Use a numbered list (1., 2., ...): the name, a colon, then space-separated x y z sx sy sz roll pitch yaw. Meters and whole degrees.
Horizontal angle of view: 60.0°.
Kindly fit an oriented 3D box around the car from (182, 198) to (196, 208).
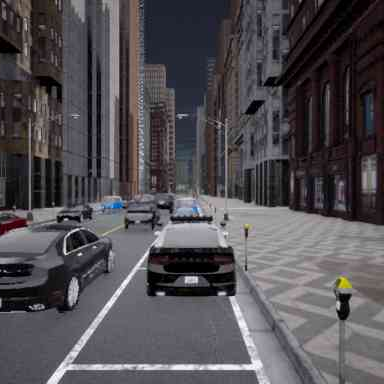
1. car: -0.385 1.570 48.280 2.008 1.369 4.403 0 0 0

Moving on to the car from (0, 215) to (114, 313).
1. car: -3.146 1.505 7.670 1.837 1.490 4.892 0 0 0

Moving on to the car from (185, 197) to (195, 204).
1. car: -0.385 1.594 65.189 1.947 1.339 4.313 0 0 0

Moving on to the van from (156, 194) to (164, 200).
1. van: -8.911 1.385 93.363 1.690 1.788 3.998 0 0 0

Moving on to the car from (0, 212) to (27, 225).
1. car: -8.910 1.547 14.449 1.887 1.381 4.507 0 0 0

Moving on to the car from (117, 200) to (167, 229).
1. car: -3.083 1.495 21.442 2.128 1.511 4.902 0 0 0

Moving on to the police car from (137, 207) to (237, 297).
1. police car: -0.012 1.426 8.760 1.930 1.638 5.238 0 0 0

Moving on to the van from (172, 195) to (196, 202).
1. van: -0.386 1.348 25.735 1.690 1.788 3.998 0 0 0

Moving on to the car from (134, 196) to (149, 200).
1. car: -6.186 1.564 43.782 2.033 1.411 5.357 0 0 1

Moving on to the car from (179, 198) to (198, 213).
1. car: -0.386 1.453 37.008 1.967 1.590 4.097 0 0 0

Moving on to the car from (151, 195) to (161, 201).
1. car: -8.911 1.478 82.090 1.967 1.590 4.097 0 0 0

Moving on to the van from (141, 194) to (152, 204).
1. van: -8.911 1.369 65.180 1.690 1.788 3.998 0 0 0

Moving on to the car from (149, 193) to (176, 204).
1. car: -3.081 1.236 36.638 2.150 2.045 5.566 0 0 0

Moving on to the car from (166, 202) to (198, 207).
1. car: -0.385 1.530 20.269 1.752 1.417 4.829 0 0 0

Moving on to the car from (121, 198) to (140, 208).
1. car: -8.910 1.585 48.269 1.947 1.339 4.313 0 0 0

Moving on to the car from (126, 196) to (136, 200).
1. car: -8.910 1.582 42.633 1.947 1.339 4.313 0 0 0

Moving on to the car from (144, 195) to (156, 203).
1. car: -8.911 1.471 70.817 1.967 1.590 4.097 0 0 0

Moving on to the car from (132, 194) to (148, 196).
1. car: -8.911 1.337 53.906 2.192 1.841 5.009 0 0 0

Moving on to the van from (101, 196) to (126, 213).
1. van: -8.911 1.354 36.996 1.690 1.788 3.998 0 0 0

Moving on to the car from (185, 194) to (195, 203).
1. car: -0.386 1.346 70.826 2.192 1.841 5.009 0 0 0

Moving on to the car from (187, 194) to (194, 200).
1. car: -0.386 1.484 93.370 1.967 1.590 4.097 0 0 0

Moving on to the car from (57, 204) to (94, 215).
1. car: -8.910 1.573 25.722 1.947 1.339 4.313 0 0 0

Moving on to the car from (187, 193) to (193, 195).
1. car: -0.386 1.465 59.552 1.967 1.590 4.097 0 0 0

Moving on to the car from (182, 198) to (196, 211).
1. car: -0.385 1.541 42.814 1.752 1.417 4.829 0 0 0
